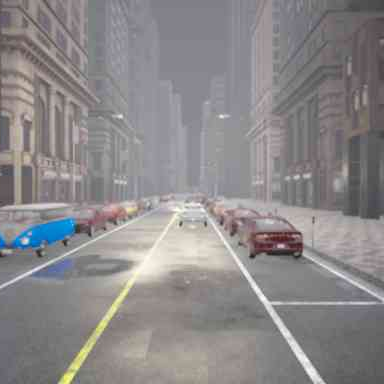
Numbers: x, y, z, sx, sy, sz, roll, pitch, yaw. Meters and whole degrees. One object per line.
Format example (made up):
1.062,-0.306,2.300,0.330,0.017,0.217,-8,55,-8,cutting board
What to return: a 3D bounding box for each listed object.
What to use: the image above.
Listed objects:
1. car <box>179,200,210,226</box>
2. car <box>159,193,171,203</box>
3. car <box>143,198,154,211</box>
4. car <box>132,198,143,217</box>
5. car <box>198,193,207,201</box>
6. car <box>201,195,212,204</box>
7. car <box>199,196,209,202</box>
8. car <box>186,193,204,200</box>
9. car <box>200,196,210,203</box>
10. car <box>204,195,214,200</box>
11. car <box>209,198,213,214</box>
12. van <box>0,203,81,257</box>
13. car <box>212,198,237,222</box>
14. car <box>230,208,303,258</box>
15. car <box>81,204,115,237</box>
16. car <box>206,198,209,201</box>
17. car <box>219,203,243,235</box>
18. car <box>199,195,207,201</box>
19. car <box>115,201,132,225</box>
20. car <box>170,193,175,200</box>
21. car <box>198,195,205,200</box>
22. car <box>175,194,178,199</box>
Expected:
0.076,1.512,23.399,1.812,1.442,4.674,0,0,0,car
-5.838,1.510,68.509,1.887,1.381,4.507,0,0,0,car
-5.809,1.418,40.499,1.967,1.590,4.097,0,0,0,car
-5.797,1.509,29.124,1.752,1.417,4.829,0,0,0,car
2.668,1.274,85.329,2.192,1.841,5.009,0,0,0,car
2.692,1.407,62.921,1.967,1.590,4.097,0,0,0,car
2.681,1.514,74.125,2.008,1.369,4.403,0,0,0,car
0.056,1.330,40.950,2.097,1.767,4.553,0,0,0,car
2.687,1.531,68.523,1.947,1.339,4.313,0,0,0,car
2.711,1.519,46.116,1.887,1.381,4.507,0,0,0,car
2.728,1.509,29.481,1.752,1.417,4.829,0,0,0,car
-5.780,1.334,12.488,1.690,1.788,3.998,0,0,0,van
2.734,1.427,23.709,1.967,1.590,4.097,0,0,0,car
2.746,1.537,12.505,1.887,1.381,4.507,0,0,0,car
-5.785,1.535,18.090,1.887,1.381,4.507,0,0,0,car
2.723,1.562,34.913,1.802,1.307,4.206,0,0,0,car
2.740,1.534,18.108,1.887,1.381,4.507,0,0,0,car
2.675,1.486,79.896,1.752,1.417,4.829,0,0,0,car
-5.791,1.532,23.691,1.887,1.381,4.507,0,0,0,car
-5.850,1.512,79.713,2.008,1.369,4.403,0,0,0,car
2.663,1.539,90.931,1.802,1.307,4.206,0,0,0,car
-5.863,1.272,90.918,2.192,1.841,5.009,0,0,0,car
